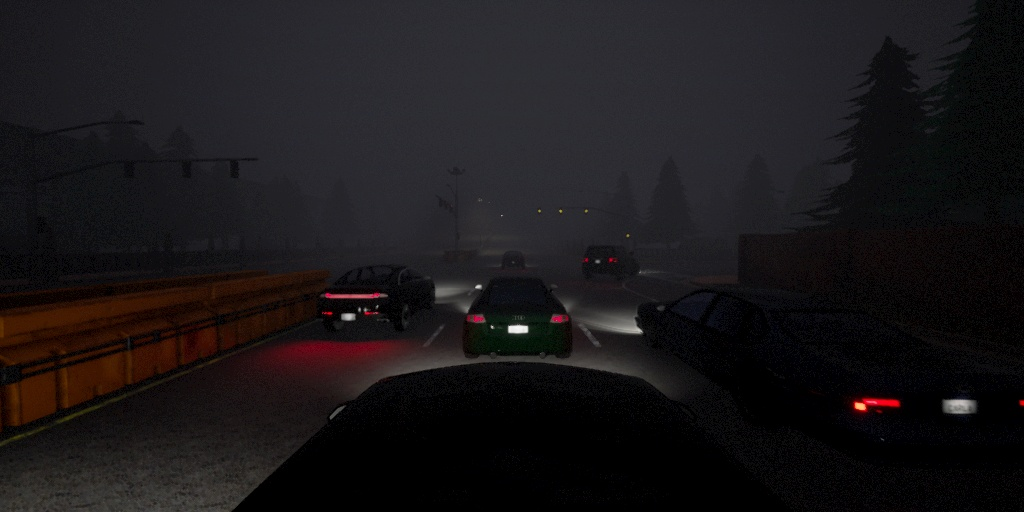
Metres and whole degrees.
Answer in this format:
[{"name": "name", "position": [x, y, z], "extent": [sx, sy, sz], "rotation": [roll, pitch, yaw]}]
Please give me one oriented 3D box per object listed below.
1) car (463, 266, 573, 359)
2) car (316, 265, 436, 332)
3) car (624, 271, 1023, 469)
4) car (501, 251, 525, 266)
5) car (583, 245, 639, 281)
[{"name": "car", "position": [0.099, 1.114, 7.923], "extent": [1.994, 1.385, 4.181], "rotation": [0, 2, 0]}, {"name": "car", "position": [-3.400, 0.979, 9.871], "extent": [2.128, 1.511, 4.902], "rotation": [0, 2, 0]}, {"name": "car", "position": [3.600, 1.179, 5.395], "extent": [2.033, 1.411, 5.357], "rotation": [0, 2, 0]}, {"name": "car", "position": [0.100, 0.280, 31.251], "extent": [1.882, 1.535, 5.008], "rotation": [0, 2, 0]}, {"name": "car", "position": [6.150, 0.317, 22.172], "extent": [2.150, 2.045, 5.566], "rotation": [0, 2, 31]}]
